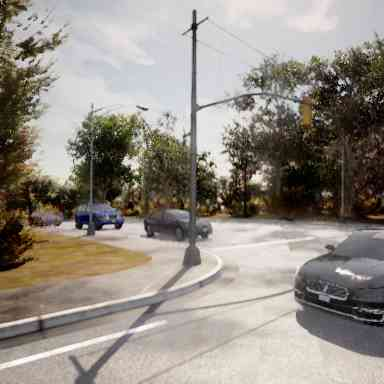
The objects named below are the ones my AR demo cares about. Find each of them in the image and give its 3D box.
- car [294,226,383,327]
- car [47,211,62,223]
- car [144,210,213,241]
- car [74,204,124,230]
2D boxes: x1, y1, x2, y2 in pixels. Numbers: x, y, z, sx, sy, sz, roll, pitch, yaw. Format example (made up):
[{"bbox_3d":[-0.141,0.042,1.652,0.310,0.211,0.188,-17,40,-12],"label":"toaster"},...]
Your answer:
[{"bbox_3d":[4.132,1.501,6.825,4.892,1.490,1.837,1,0,-36],"label":"car"},{"bbox_3d":[-15.821,2.851,35.814,4.553,1.767,2.097,-5,-4,45],"label":"car"},{"bbox_3d":[-0.880,1.763,18.469,1.837,1.490,4.892,1,-2,-39],"label":"car"},{"bbox_3d":[-7.627,1.969,26.931,2.150,2.045,5.566,1,-4,-40],"label":"car"}]
